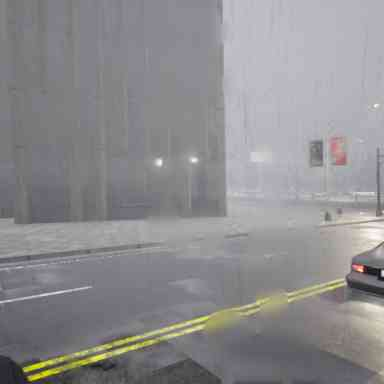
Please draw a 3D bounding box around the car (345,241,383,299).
[{"bbox_3d":[5.615,1.542,7.511,5.357,1.411,2.033,0,0,-36],"label":"car"}]

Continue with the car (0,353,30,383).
[{"bbox_3d":[-2.818,1.564,1.401,4.181,1.385,1.994,0,0,-36],"label":"car"}]
